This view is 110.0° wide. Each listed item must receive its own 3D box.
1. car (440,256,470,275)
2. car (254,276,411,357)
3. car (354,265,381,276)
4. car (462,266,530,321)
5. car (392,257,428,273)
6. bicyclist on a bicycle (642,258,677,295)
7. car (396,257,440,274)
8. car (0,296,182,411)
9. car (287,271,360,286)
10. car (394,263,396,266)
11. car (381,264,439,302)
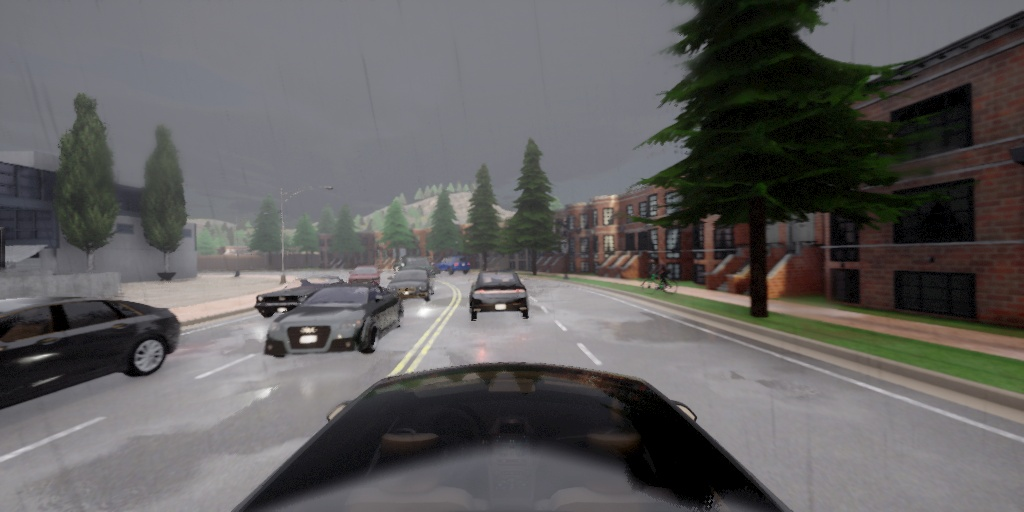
[{"bbox_3d":[-6.948,1.088,41.669,2.150,2.045,5.566,-1,0,-36],"label":"car"},{"bbox_3d":[-3.997,1.389,8.769,1.994,1.385,4.181,-1,0,-4],"label":"car"},{"bbox_3d":[-9.898,1.410,24.359,1.882,1.535,5.008,-1,0,-20],"label":"car"},{"bbox_3d":[-0.518,1.246,12.681,2.128,1.511,4.902,-1,0,-4],"label":"car"},{"bbox_3d":[-14.175,1.227,49.732,5.566,2.045,2.150,-1,0,41],"label":"car"},{"bbox_3d":[6.557,0.918,15.935,1.656,1.620,0.582,0,0,-4],"label":"bicyclist on a bicycle"},{"bbox_3d":[-7.407,1.104,27.796,2.150,2.045,5.566,-1,0,-23],"label":"car"},{"bbox_3d":[-7.236,1.394,4.915,1.837,1.490,4.892,-1,0,-4],"label":"car"},{"bbox_3d":[-7.872,1.498,14.155,1.895,1.301,4.718,-1,0,-5],"label":"car"},{"bbox_3d":[-12.377,1.498,42.847,1.812,1.442,4.674,-1,0,-40],"label":"car"},{"bbox_3d":[-4.821,1.341,17.588,1.837,1.490,4.892,-1,0,-8],"label":"car"}]
